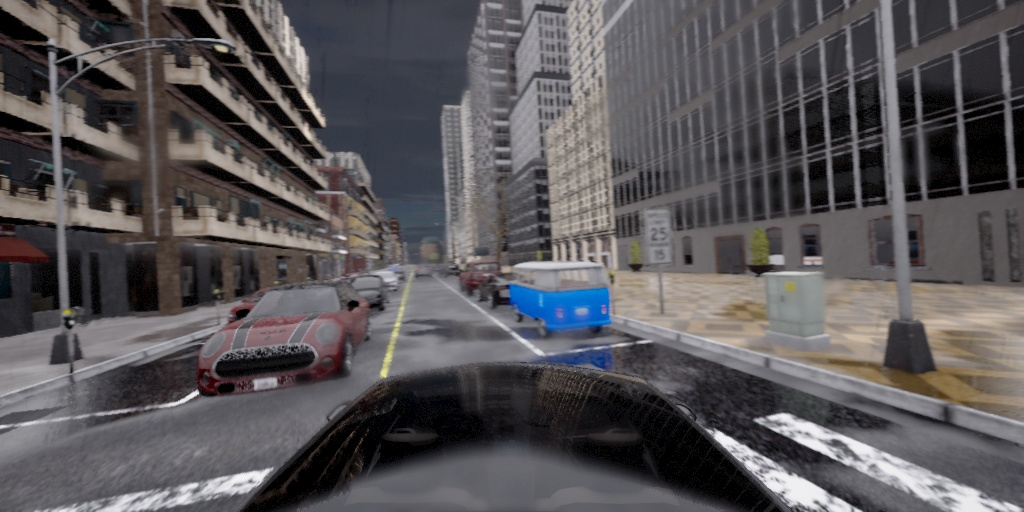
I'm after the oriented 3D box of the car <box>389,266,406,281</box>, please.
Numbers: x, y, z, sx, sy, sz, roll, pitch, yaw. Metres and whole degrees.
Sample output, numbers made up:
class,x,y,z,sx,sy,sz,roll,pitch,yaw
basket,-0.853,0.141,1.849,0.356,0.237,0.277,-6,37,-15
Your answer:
class,x,y,z,sx,sy,sz,roll,pitch,yaw
car,-12.900,2.123,39.875,1.994,1.385,4.181,-3,0,-14

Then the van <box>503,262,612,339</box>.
class,x,y,z,sx,sy,sz,roll,pitch,yaw
van,1.131,1.044,9.821,1.690,1.789,3.998,0,0,-15

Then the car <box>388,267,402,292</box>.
class,x,y,z,sx,sy,sz,roll,pitch,yaw
car,-9.395,1.853,26.581,1.812,1.442,4.674,-3,0,-15

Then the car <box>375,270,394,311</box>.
class,x,y,z,sx,sy,sz,roll,pitch,yaw
car,-6.647,1.653,16.324,1.837,1.490,4.892,-3,0,-15

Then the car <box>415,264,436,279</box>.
class,x,y,z,sx,sy,sz,roll,pitch,yaw
car,-10.909,2.024,44.471,1.994,1.385,4.181,-3,0,-15

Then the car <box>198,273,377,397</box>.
class,x,y,z,sx,sy,sz,roll,pitch,yaw
car,-4.288,1.350,7.520,2.097,1.767,4.553,-3,0,-15

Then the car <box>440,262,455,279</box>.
class,x,y,z,sx,sy,sz,roll,pitch,yaw
car,-6.781,1.724,40.838,1.837,1.490,4.892,-3,0,-15

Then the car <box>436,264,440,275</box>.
class,x,y,z,sx,sy,sz,roll,pitch,yaw
car,-8.630,1.694,47.561,2.097,1.767,4.553,-3,0,-15

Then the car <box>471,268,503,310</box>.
class,x,y,z,sx,sy,sz,roll,pitch,yaw
car,-0.303,1.361,15.153,1.948,1.339,4.313,0,0,-15

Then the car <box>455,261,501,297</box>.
class,x,y,z,sx,sy,sz,roll,pitch,yaw
car,-1.737,1.202,20.486,2.192,1.841,5.009,0,0,-15
